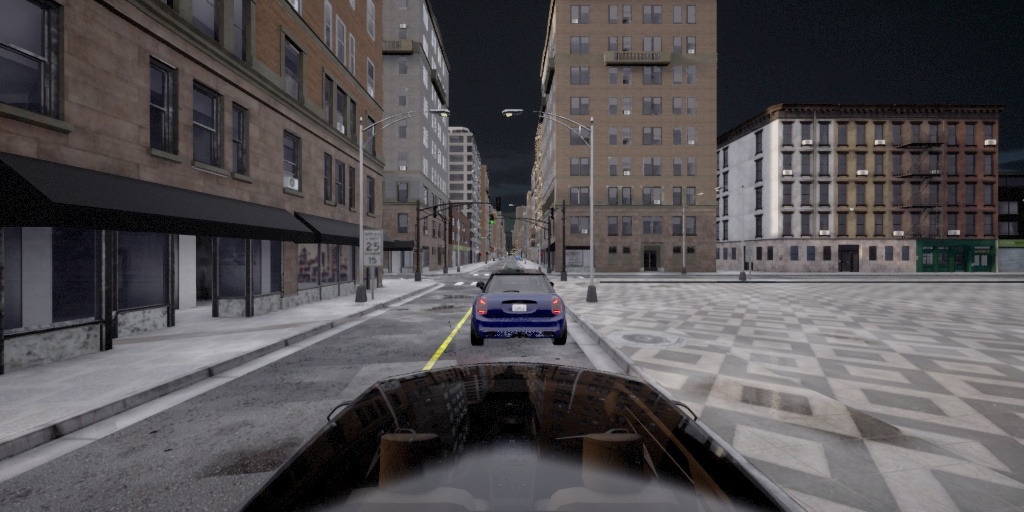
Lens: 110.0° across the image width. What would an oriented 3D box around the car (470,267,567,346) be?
[{"bbox_3d":[0.099,1.102,9.604,2.097,1.767,4.553,0,0,-1],"label":"car"}]
